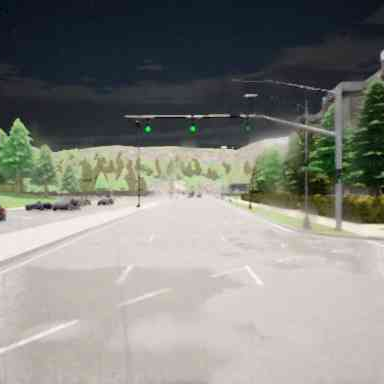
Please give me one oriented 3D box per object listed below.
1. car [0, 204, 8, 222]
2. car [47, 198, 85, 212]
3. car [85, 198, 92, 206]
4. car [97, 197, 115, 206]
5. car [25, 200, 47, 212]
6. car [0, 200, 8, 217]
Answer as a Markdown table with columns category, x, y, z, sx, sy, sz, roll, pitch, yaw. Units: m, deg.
| category | x | y | z | sx | sy | sz | roll | pitch | yaw |
| --- | --- | --- | --- | --- | --- | --- | --- | --- | --- |
| car | -15.391 | 1.581 | 24.334 | 1.812 | 1.442 | 4.674 | 0 | 0 | 0 |
| car | -15.160 | 1.548 | 40.360 | 1.882 | 1.535 | 5.008 | 0 | 0 | 2 |
| car | -18.223 | 1.656 | 55.367 | 1.994 | 1.385 | 4.181 | 0 | 0 | 2 |
| car | -14.675 | 1.634 | 57.039 | 2.033 | 1.411 | 5.357 | 0 | 0 | 1 |
| car | -18.586 | 1.679 | 40.923 | 1.895 | 1.301 | 4.718 | 0 | 0 | 1 |
| car | -18.856 | 1.560 | 29.706 | 2.128 | 1.511 | 4.902 | 0 | 0 | 1 |
